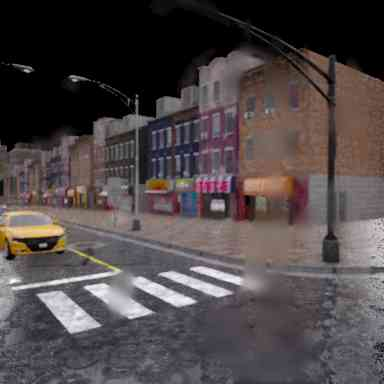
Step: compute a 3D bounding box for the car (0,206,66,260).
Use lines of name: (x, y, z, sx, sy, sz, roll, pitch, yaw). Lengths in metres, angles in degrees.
car: (-6.461, 1.495, 12.934, 1.882, 1.535, 5.008, 0, 0, -38)
